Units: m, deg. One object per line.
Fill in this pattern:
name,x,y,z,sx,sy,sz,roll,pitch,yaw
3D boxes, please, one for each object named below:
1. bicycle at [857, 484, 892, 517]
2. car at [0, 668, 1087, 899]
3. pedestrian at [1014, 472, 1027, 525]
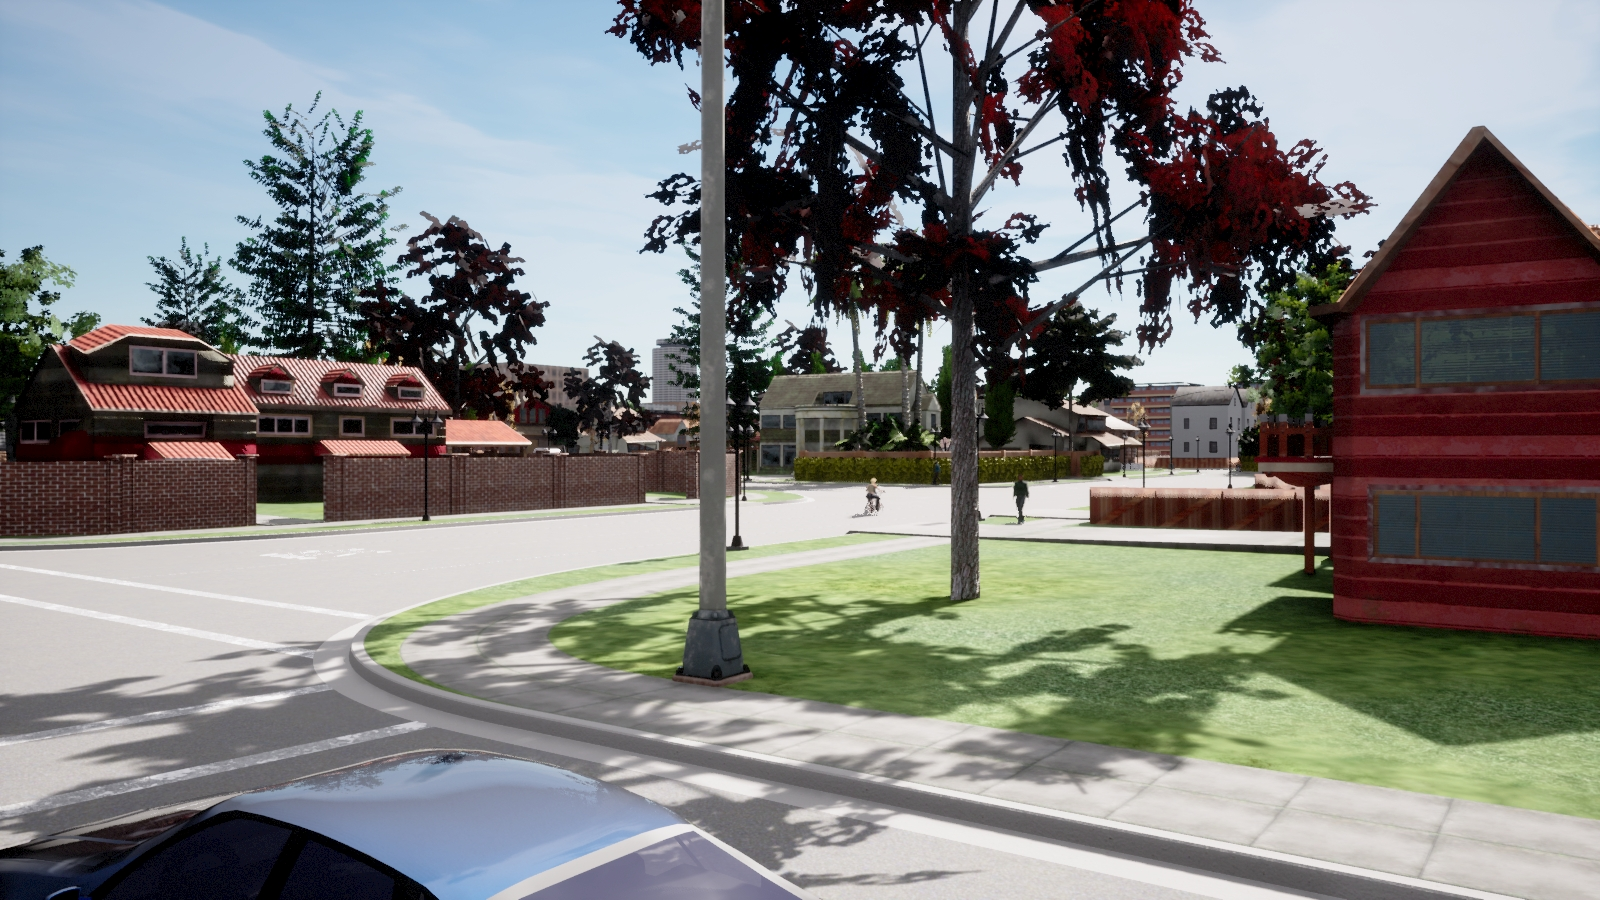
bicycle,3.187,2.145,48.833,0.859,1.301,1.487,0,0,34
car,-1.713,2.106,4.943,5.357,1.411,2.033,0,0,36
pedestrian,7.827,1.704,40.484,0.375,1.860,0.375,0,0,24
